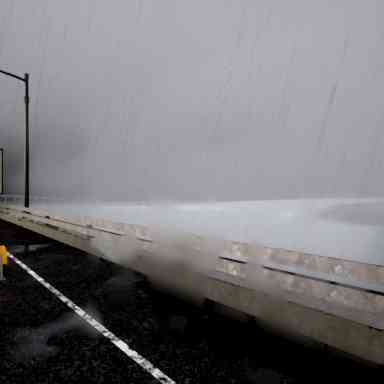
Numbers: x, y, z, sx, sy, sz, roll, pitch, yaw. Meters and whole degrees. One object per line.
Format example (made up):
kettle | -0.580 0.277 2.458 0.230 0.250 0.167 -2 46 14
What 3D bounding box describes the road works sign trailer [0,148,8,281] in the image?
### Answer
road works sign trailer | -6.478 0.468 8.991 2.380 3.560 2.880 0 0 -38
